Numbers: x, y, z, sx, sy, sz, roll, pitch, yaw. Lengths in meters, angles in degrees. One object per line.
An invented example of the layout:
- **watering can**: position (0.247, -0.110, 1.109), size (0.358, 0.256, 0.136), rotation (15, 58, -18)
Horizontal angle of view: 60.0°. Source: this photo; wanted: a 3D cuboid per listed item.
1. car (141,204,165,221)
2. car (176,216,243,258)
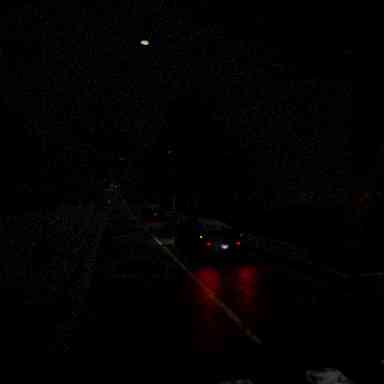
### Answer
- **car**: position (-3.805, 1.862, 31.952), size (1.882, 1.535, 5.008), rotation (0, -1, -13)
- **car**: position (0.568, 1.677, 13.433), size (1.812, 1.442, 4.674), rotation (0, -1, -13)
